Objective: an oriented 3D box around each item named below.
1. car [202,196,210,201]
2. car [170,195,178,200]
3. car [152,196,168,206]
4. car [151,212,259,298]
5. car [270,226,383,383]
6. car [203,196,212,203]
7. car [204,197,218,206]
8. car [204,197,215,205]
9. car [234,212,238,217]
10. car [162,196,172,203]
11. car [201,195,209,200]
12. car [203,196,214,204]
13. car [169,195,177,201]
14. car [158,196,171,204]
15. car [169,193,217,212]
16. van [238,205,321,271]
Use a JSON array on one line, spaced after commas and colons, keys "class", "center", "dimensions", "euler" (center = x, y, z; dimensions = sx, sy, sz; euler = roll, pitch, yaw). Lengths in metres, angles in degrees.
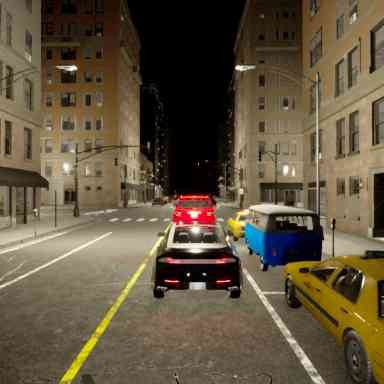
[{"class": "car", "center": [3.419, 1.565, 81.533], "dimensions": [1.947, 1.339, 4.313], "euler": [1, 0, 1]}, {"class": "car", "center": [-4.954, 1.563, 92.696], "dimensions": [1.947, 1.339, 4.313], "euler": [1, 0, 1]}, {"class": "car", "center": [-5.485, 1.587, 53.995], "dimensions": [1.802, 1.307, 4.206], "euler": [1, 0, 1]}, {"class": "car", "center": [0.106, 1.493, 8.474], "dimensions": [2.128, 1.511, 4.902], "euler": [0, 0, 0]}, {"class": "car", "center": [2.680, 1.526, 5.041], "dimensions": [1.752, 1.417, 4.829], "euler": [1, 0, 0]}, {"class": "car", "center": [3.268, 1.546, 70.472], "dimensions": [1.887, 1.381, 4.507], "euler": [1, 0, 1]}, {"class": "car", "center": [3.040, 1.570, 53.882], "dimensions": [1.947, 1.339, 4.313], "euler": [1, 0, 1]}, {"class": "car", "center": [3.116, 1.548, 59.412], "dimensions": [1.887, 1.381, 4.507], "euler": [1, 0, 1]}, {"class": "car", "center": [2.691, 1.528, 16.388], "dimensions": [1.752, 1.417, 4.829], "euler": [1, 0, 0]}, {"class": "car", "center": [-5.257, 1.548, 70.581], "dimensions": [1.887, 1.381, 4.507], "euler": [1, 0, 1]}, {"class": "car", "center": [3.571, 1.547, 92.593], "dimensions": [2.008, 1.369, 4.403], "euler": [1, 0, 1]}, {"class": "car", "center": [3.192, 1.553, 64.942], "dimensions": [2.008, 1.369, 4.403], "euler": [1, 0, 1]}, {"class": "car", "center": [-5.032, 1.524, 86.997], "dimensions": [1.752, 1.417, 4.829], "euler": [1, 0, 1]}, {"class": "car", "center": [-5.333, 1.554, 65.052], "dimensions": [2.008, 1.369, 4.403], "euler": [1, 0, 1]}, {"class": "car", "center": [0.117, 1.225, 18.660], "dimensions": [2.150, 2.045, 5.566], "euler": [0, 0, 0]}, {"class": "van", "center": [2.687, 1.343, 10.545], "dimensions": [1.690, 1.788, 3.998], "euler": [1, 0, 0]}]
